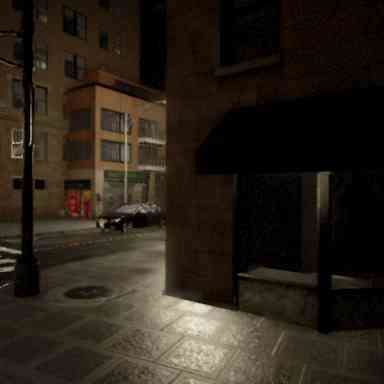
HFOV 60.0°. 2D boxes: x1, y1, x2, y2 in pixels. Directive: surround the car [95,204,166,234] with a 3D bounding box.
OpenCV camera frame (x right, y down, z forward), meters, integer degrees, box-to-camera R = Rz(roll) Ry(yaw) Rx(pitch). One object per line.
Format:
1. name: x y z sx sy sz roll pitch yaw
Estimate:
1. car: -3.198 1.438 19.000 2.128 1.511 4.902 0 0 36
